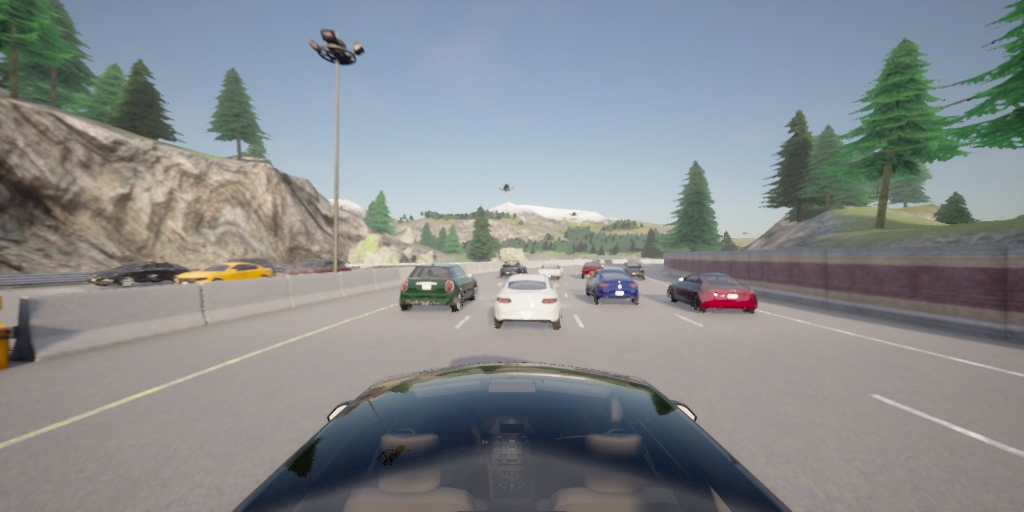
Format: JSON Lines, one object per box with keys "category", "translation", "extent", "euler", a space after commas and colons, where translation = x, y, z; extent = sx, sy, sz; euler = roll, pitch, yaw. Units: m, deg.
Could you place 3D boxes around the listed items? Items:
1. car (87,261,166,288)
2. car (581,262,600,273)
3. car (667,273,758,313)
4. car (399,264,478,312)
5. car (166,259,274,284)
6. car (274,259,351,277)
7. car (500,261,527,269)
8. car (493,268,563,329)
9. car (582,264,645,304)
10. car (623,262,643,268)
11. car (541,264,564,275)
{"category": "car", "translation": [-23.135, 1.086, 22.501], "extent": [1.837, 1.490, 4.892], "euler": [0, 0, 8]}
{"category": "car", "translation": [7.589, 1.265, 33.814], "extent": [1.882, 1.535, 5.008], "euler": [0, 0, 13]}
{"category": "car", "translation": [7.797, 1.362, 14.353], "extent": [1.994, 1.385, 4.181], "euler": [0, 0, 5]}
{"category": "car", "translation": [-2.726, 1.077, 14.326], "extent": [2.097, 1.767, 4.553], "euler": [0, 0, 5]}
{"category": "car", "translation": [-16.315, 1.106, 20.696], "extent": [1.882, 1.535, 5.008], "euler": [0, 0, 7]}
{"category": "car", "translation": [-12.458, 1.006, 23.151], "extent": [2.097, 1.767, 4.553], "euler": [0, 0, 9]}
{"category": "car", "translation": [0.195, 1.228, 32.933], "extent": [2.128, 1.511, 4.902], "euler": [0, 0, 13]}
{"category": "car", "translation": [0.499, 1.275, 11.237], "extent": [1.812, 1.442, 4.674], "euler": [0, 0, 4]}
{"category": "car", "translation": [4.476, 1.300, 16.398], "extent": [1.812, 1.442, 4.674], "euler": [0, 0, 6]}
{"category": "car", "translation": [10.950, 1.303, 32.794], "extent": [2.128, 1.511, 4.902], "euler": [0, 0, 13]}
{"category": "car", "translation": [3.539, 1.361, 31.976], "extent": [1.895, 1.301, 4.718], "euler": [0, 0, 13]}
